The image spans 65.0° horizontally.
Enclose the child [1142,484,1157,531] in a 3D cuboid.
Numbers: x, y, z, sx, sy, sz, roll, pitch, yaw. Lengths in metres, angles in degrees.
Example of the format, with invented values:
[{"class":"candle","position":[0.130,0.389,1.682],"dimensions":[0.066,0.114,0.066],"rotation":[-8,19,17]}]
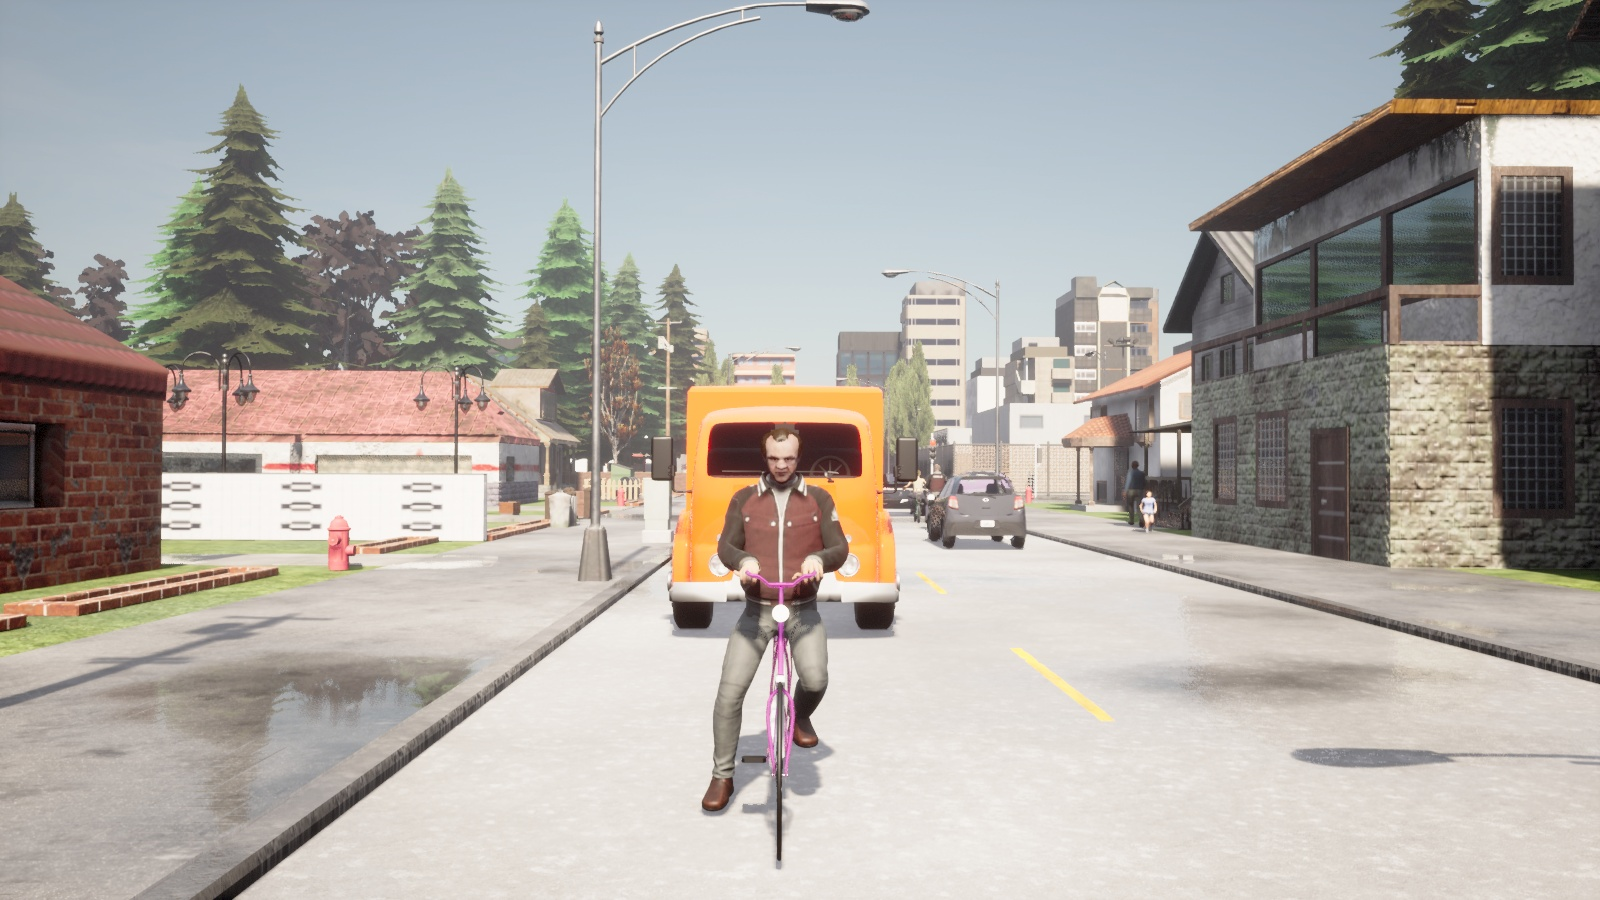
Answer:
[{"class":"child","position":[8.397,1.377,30.198],"dimensions":[0.255,1.110,0.394],"rotation":[0,-1,4]}]

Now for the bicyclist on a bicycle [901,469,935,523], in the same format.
[{"class":"bicyclist on a bicycle","position":[3.580,1.378,38.293],"dimensions":[0.866,1.612,1.509],"rotation":[0,-1,-1]}]

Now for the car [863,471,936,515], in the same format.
[{"class":"car","position":[3.519,1.516,45.323],"dimensions":[2.128,1.511,4.902],"rotation":[0,-1,-1]}]

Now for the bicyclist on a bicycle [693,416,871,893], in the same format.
[{"class":"bicyclist on a bicycle","position":[-0.079,0.780,5.614],"dimensions":[0.659,1.776,1.843],"rotation":[0,-1,-1]}]

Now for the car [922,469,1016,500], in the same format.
[{"class":"car","position":[9.231,1.862,68.896],"dimensions":[4.856,1.649,2.033],"rotation":[0,-1,-2]}]

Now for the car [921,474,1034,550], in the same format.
[{"class":"car","position":[3.701,1.263,26.750],"dimensions":[1.845,1.501,3.633],"rotation":[0,-1,-1]}]

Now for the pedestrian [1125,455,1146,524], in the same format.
[{"class":"pedestrian","position":[8.990,1.052,33.661],"dimensions":[0.370,1.835,0.726],"rotation":[0,-1,-1]}]

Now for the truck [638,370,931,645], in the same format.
[{"class":"truck","position":[-0.168,0.562,13.922],"dimensions":[2.627,2.467,5.204],"rotation":[0,-1,-1]}]
